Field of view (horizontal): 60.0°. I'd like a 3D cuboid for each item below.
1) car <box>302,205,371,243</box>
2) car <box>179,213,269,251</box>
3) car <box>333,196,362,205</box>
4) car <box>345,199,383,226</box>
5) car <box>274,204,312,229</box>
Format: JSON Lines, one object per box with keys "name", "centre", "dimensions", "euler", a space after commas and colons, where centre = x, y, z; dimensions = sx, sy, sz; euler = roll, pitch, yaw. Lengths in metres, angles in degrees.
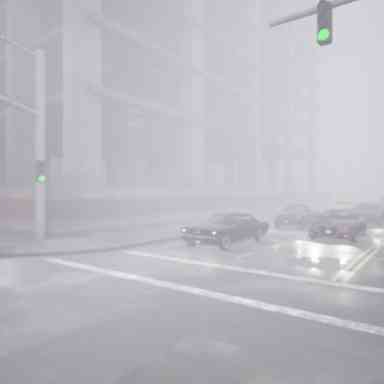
{"name": "car", "centre": [7.160, 1.568, 16.236], "dimensions": [1.994, 1.385, 4.181], "euler": [0, 0, 36]}
{"name": "car", "centre": [1.543, 1.612, 14.566], "dimensions": [1.895, 1.301, 4.718], "euler": [0, 0, 37]}
{"name": "car", "centre": [15.216, 1.486, 33.016], "dimensions": [1.882, 1.535, 5.008], "euler": [0, 1, 37]}
{"name": "car", "centre": [12.451, 1.508, 23.396], "dimensions": [1.837, 1.490, 4.892], "euler": [0, 0, 36]}
{"name": "car", "centre": [7.001, 1.535, 21.910], "dimensions": [1.812, 1.442, 4.674], "euler": [0, 0, 36]}
